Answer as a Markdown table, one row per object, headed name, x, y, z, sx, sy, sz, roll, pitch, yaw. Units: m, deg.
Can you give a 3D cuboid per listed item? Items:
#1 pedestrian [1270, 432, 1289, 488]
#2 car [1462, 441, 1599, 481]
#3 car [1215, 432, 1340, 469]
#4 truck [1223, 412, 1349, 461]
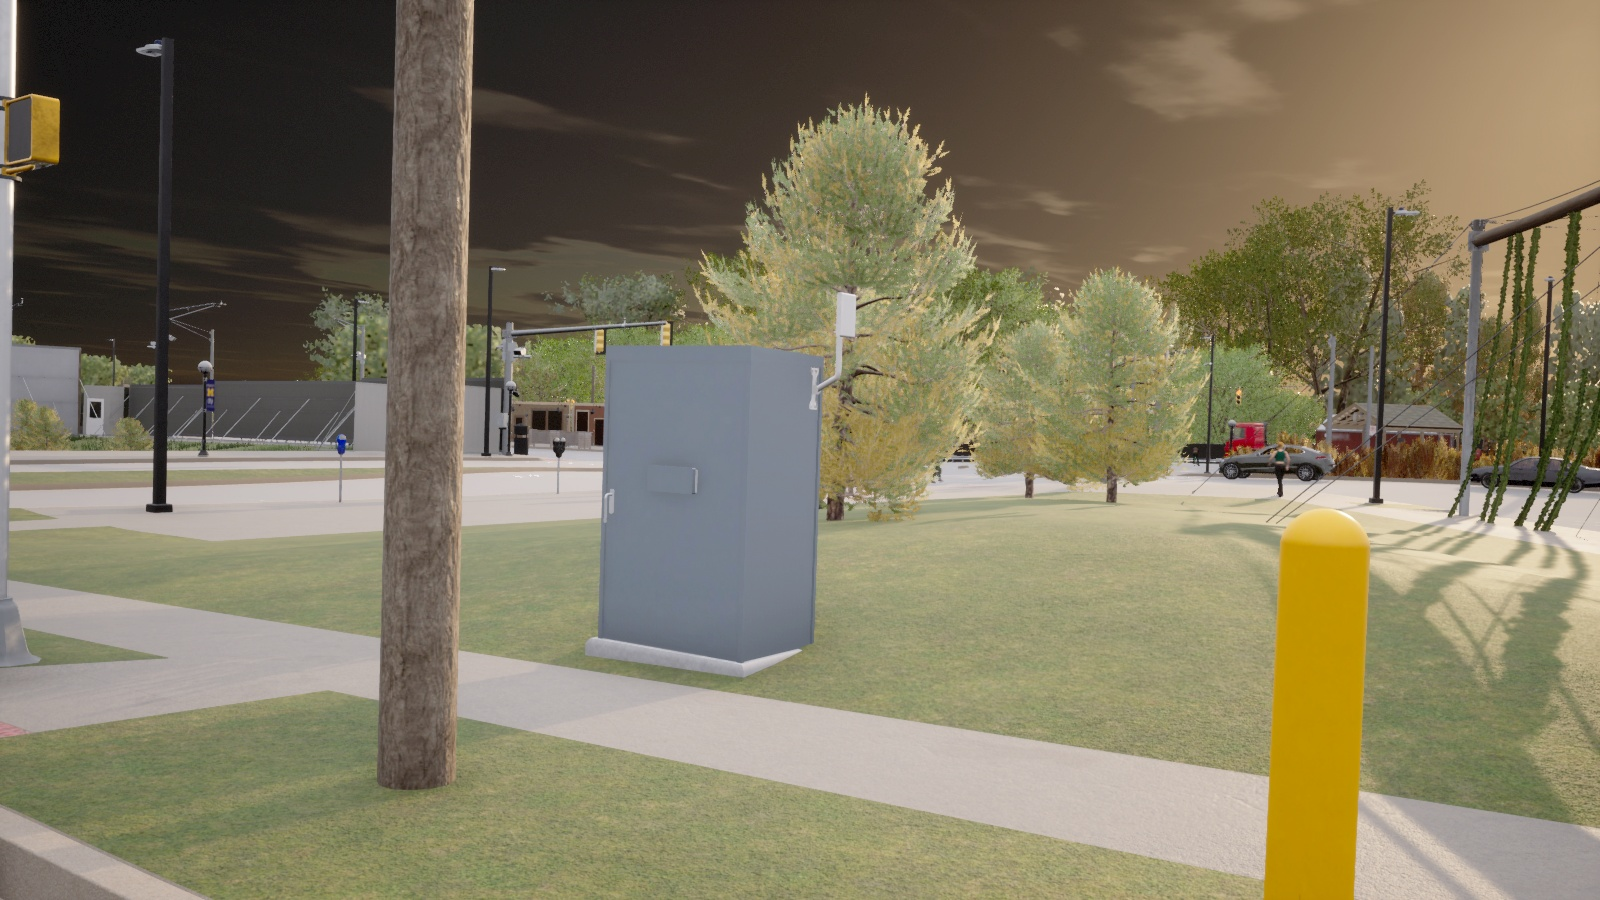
| name | x | y | z | sx | sy | sz | roll | pitch | yaw |
| --- | --- | --- | --- | --- | --- | --- | --- | --- | --- |
| pedestrian | 15.940 | 0.327 | 41.749 | 0.345 | 1.836 | 0.594 | 1 | 2 | -1 |
| car | 30.597 | 0.423 | 52.044 | 5.357 | 1.411 | 2.033 | 2 | 3 | 34 |
| car | 22.015 | 0.016 | 57.931 | 5.027 | 1.651 | 2.152 | 0 | 1 | 34 |
| truck | 34.986 | -0.943 | 90.550 | 7.936 | 3.462 | 2.891 | 0 | 1 | 36 |
